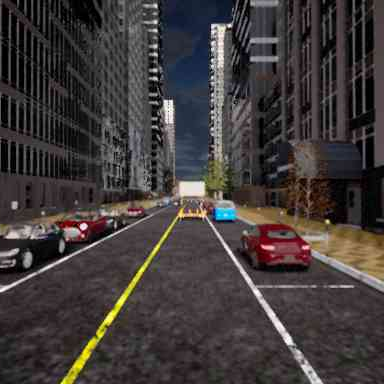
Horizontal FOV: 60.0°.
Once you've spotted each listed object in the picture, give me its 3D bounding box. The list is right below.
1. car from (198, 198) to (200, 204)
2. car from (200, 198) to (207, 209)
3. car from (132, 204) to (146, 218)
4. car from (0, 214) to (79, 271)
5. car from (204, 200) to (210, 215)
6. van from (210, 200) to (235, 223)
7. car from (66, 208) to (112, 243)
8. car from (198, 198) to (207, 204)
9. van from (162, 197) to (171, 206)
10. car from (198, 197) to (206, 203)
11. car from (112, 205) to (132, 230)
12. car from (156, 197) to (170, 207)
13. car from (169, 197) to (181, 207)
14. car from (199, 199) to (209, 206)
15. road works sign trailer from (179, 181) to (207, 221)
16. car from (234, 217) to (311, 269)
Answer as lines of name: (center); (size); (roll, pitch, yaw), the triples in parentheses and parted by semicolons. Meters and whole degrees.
car: (2.676, 2.203, 68.169); (2.008, 1.369, 4.403); (0, 0, 0)
car: (2.678, 2.132, 56.784); (1.802, 1.307, 4.206); (0, -1, 0)
car: (-5.698, 1.916, 34.016); (1.802, 1.307, 4.206); (0, -1, 0)
car: (-5.694, 1.668, 11.248); (2.008, 1.369, 4.403); (0, -1, 0)
car: (2.681, 1.970, 39.707); (1.802, 1.307, 4.206); (0, -1, 0)
van: (2.684, 1.622, 28.326); (1.690, 1.788, 3.998); (0, -1, 0)
car: (-5.695, 1.613, 16.942); (1.967, 1.590, 4.097); (0, -1, 0)
car: (2.672, 2.231, 85.247); (1.967, 1.590, 4.097); (0, 0, 0)
van: (-5.706, 2.041, 73.865); (1.690, 1.788, 3.998); (0, 0, 0)
car: (2.671, 2.276, 90.939); (1.967, 1.590, 4.097); (0, 0, 0)
car: (-5.696, 1.777, 22.633); (2.008, 1.369, 4.403); (0, -1, 0)
car: (-5.704, 2.152, 62.478); (2.008, 1.369, 4.403); (0, -1, 0)
car: (-3.035, 2.125, 65.229); (2.128, 1.511, 4.902); (0, -1, 0)
car: (2.674, 2.251, 73.861); (2.008, 1.369, 4.403); (0, 0, 0)
road works sign trailer: (-0.007, 0.764, 30.353); (2.380, 3.560, 2.880); (0, -1, 0)
car: (2.687, 1.700, 11.248); (1.802, 1.307, 4.206); (0, -1, 0)
